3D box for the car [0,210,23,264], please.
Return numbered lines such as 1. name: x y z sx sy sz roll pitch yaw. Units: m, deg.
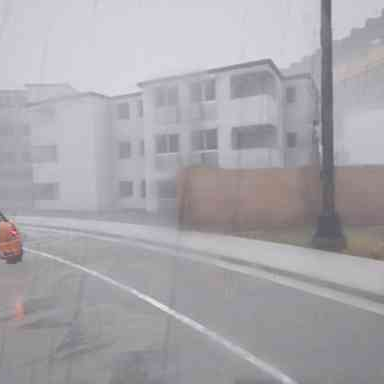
1. car: -6.778 1.123 9.670 4.553 1.767 2.097 1 4 43
